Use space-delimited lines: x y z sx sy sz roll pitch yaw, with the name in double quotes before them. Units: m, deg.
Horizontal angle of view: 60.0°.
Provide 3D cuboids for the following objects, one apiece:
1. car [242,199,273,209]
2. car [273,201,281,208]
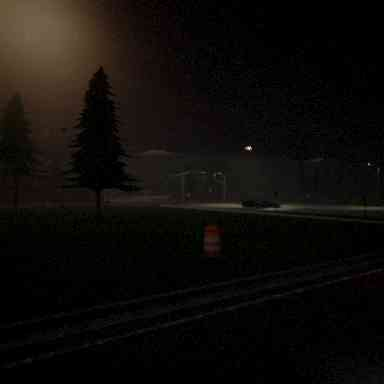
"car" 10.378 1.901 54.830 1.882 1.535 5.008 1 -1 -34
"car" 13.052 1.986 57.118 1.812 1.442 4.674 1 -1 -34
